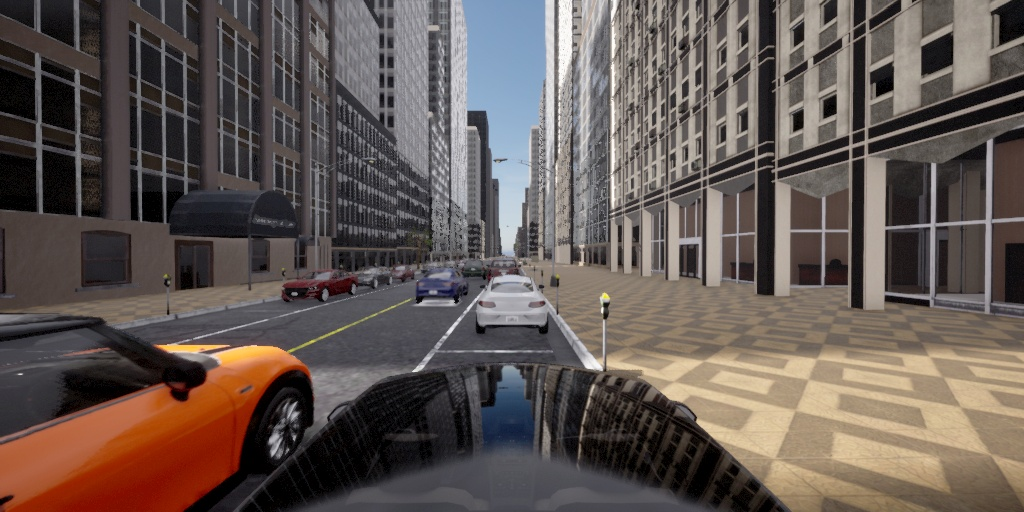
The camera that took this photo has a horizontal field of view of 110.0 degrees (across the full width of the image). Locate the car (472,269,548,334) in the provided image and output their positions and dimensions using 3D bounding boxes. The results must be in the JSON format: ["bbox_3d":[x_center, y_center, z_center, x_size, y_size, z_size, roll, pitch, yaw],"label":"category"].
[{"bbox_3d":[0.003,1.274,10.501,1.812,1.442,4.674,0,0,0],"label":"car"}]

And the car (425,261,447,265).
[{"bbox_3d":[-8.837,1.293,39.574,2.007,1.370,4.403,0,0,0],"label":"car"}]

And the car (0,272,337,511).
[{"bbox_3d":[-3.146,1.101,1.953,2.097,1.767,4.553,0,0,0],"label":"car"}]

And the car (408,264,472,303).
[{"bbox_3d":[-3.140,1.273,16.625,1.812,1.442,4.674,0,0,0],"label":"car"}]

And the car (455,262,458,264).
[{"bbox_3d":[-6.148,1.341,48.855,1.895,1.301,4.718,0,0,0],"label":"car"}]

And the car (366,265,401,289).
[{"bbox_3d":[-8.838,1.296,22.523,2.007,1.370,4.403,0,0,0],"label":"car"}]

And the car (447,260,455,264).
[{"bbox_3d":[-8.837,1.291,50.940,2.007,1.370,4.403,0,0,0],"label":"car"}]

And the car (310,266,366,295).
[{"bbox_3d":[-8.837,1.292,16.839,1.888,1.381,4.507,0,0,0],"label":"car"}]

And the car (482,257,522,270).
[{"bbox_3d":[-0.457,1.061,22.523,2.192,1.841,5.009,0,0,0],"label":"car"}]

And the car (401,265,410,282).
[{"bbox_3d":[-8.837,1.327,28.206,1.802,1.307,4.207,0,0,0],"label":"car"}]

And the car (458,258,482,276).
[{"bbox_3d":[-3.145,1.095,31.300,2.097,1.767,4.553,0,0,0],"label":"car"}]
